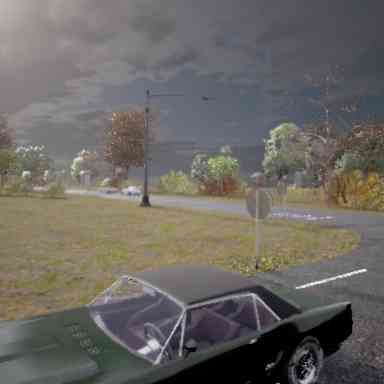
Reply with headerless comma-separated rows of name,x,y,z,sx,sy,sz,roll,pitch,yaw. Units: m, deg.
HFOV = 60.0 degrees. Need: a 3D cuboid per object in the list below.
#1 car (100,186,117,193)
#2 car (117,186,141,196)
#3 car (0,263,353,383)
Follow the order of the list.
car,-15.467,-0.433,61.452,1.895,1.301,4.718,0,2,-36
car,-9.858,-0.198,53.631,1.812,1.442,4.674,0,2,-36
car,-0.350,1.604,3.623,4.718,1.301,1.895,0,0,-35
